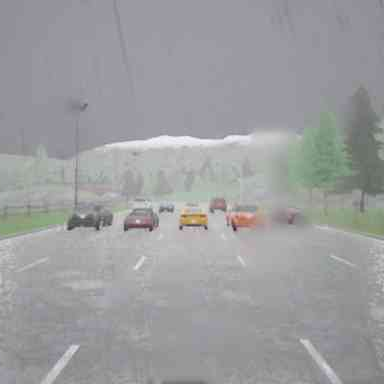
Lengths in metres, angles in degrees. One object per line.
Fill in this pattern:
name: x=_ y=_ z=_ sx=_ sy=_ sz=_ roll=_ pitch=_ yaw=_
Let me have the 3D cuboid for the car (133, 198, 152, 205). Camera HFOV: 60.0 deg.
car: x=-6.905 y=1.807 z=46.395 sx=2.150 sy=2.045 sz=5.566 roll=0 pitch=-1 yaw=0

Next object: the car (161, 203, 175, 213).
car: x=-3.406 y=2.177 z=45.601 sx=1.895 sy=1.301 sz=4.718 roll=0 pitch=-1 yaw=0

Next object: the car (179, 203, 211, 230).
car: x=0.097 y=1.780 z=23.879 sx=1.882 sy=1.535 sz=5.008 roll=0 pitch=-1 yaw=0

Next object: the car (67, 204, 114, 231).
car: x=-6.904 y=1.645 z=23.112 sx=2.097 sy=1.767 sz=4.553 roll=0 pitch=-1 yaw=0

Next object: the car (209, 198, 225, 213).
car: x=3.594 y=1.803 z=46.169 sx=2.150 sy=2.045 sz=5.566 roll=0 pitch=-1 yaw=0

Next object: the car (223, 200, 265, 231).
car: x=3.596 y=1.643 z=22.999 sx=2.097 sy=1.767 sz=4.553 roll=0 pitch=-1 yaw=0

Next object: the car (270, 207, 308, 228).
car: x=7.098 y=1.837 z=24.613 sx=1.812 sy=1.442 sz=4.674 roll=0 pitch=-1 yaw=0

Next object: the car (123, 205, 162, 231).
car: x=-3.403 y=1.854 z=22.905 sx=1.994 sy=1.385 sz=4.181 roll=0 pitch=-1 yaw=0

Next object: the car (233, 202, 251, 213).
car: x=7.094 y=2.124 z=47.396 sx=1.812 sy=1.442 sz=4.674 roll=0 pitch=-1 yaw=0
